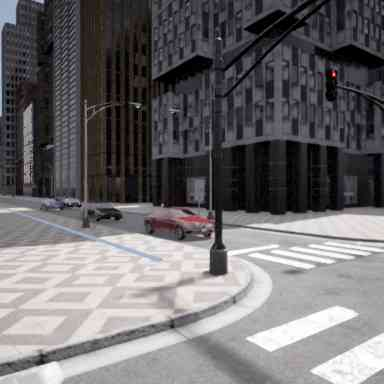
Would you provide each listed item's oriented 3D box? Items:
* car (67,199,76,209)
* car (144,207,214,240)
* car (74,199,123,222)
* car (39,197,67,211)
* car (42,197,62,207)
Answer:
[{"bbox_3d":[-16.194,1.545,44.132,1.895,1.301,4.718,0,0,-35],"label":"car"},{"bbox_3d":[-0.842,1.507,17.225,1.812,1.442,4.674,0,0,-37],"label":"car"},{"bbox_3d":[-7.302,1.516,26.267,2.033,1.411,5.357,0,0,-36],"label":"car"},{"bbox_3d":[-16.649,1.480,39.406,1.812,1.442,4.674,0,0,-35],"label":"car"},{"bbox_3d":[-21.979,1.502,52.135,1.994,1.385,4.181,0,0,-36],"label":"car"}]
